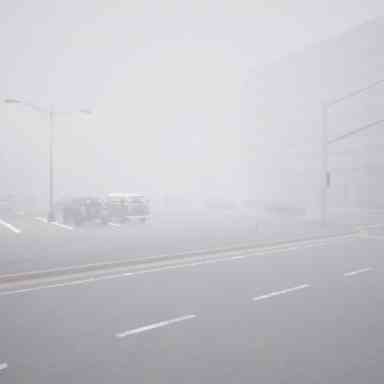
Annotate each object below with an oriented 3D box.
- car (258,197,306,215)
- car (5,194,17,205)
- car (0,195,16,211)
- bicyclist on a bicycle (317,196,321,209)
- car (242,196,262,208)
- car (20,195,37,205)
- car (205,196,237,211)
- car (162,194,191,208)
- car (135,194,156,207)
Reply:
[{"bbox_3d":[9.380,1.581,34.131,1.812,1.442,4.674,0,0,-36],"label":"car"},{"bbox_3d":[-29.599,1.212,53.777,1.905,1.878,3.866,0,0,-35],"label":"car"},{"bbox_3d":[-21.730,1.451,37.950,1.970,1.475,3.806,0,0,-35],"label":"car"},{"bbox_3d":[16.592,1.356,42.905,1.656,1.620,0.582,0,0,-35],"label":"bicyclist on a bicycle"},{"bbox_3d":[9.119,1.407,46.864,2.097,1.767,4.553,0,0,-35],"label":"car"},{"bbox_3d":[-27.204,1.209,55.403,1.932,1.855,4.605,0,0,-35],"label":"car"},{"bbox_3d":[3.622,1.407,42.191,2.097,1.767,4.553,0,0,-35],"label":"car"},{"bbox_3d":[-2.474,1.277,50.768,2.150,2.045,5.566,0,0,-36],"label":"car"},{"bbox_3d":[-8.853,1.547,66.074,2.128,1.511,4.902,0,0,-35],"label":"car"}]
